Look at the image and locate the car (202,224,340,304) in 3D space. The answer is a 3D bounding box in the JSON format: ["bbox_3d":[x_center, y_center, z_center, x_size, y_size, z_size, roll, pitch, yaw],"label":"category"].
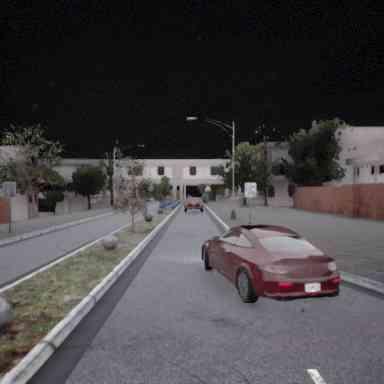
[{"bbox_3d":[1.602,1.518,8.150,1.812,1.442,4.674,0,0,-14],"label":"car"}]

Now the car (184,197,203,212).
[{"bbox_3d":[0.172,1.351,39.539,2.097,1.767,4.553,0,0,-1],"label":"car"}]
